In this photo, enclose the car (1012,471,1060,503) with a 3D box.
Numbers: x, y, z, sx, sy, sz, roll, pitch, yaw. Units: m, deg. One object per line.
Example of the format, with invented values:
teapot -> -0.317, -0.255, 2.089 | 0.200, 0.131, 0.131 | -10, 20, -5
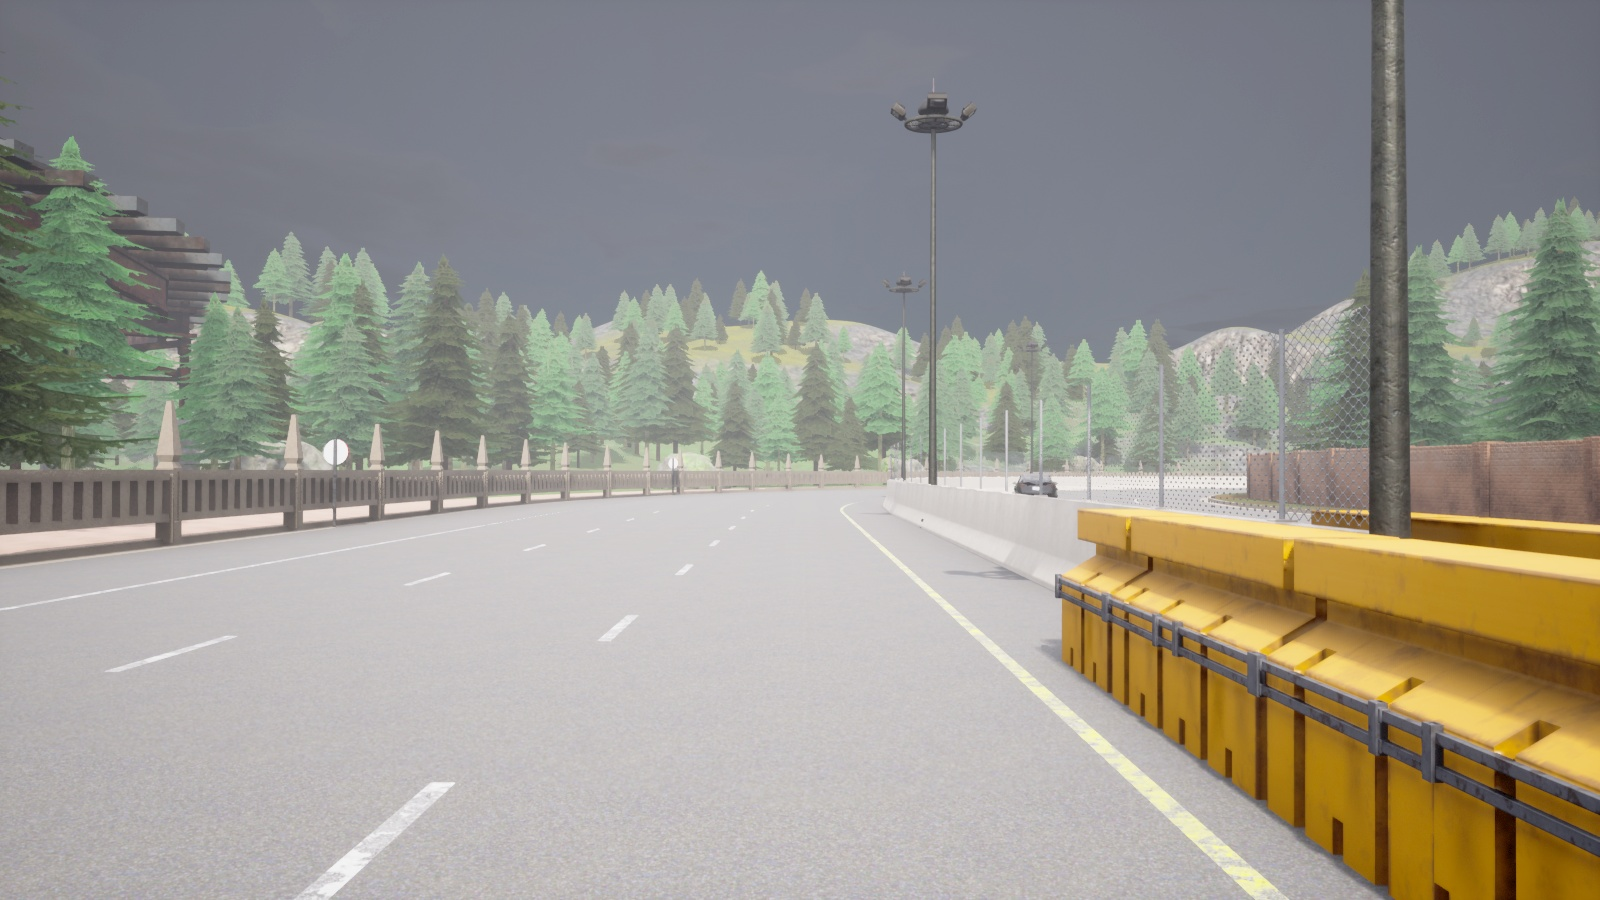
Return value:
car -> 11.532, 1.800, 61.565 | 2.163, 1.488, 4.792 | 0, -1, 9
